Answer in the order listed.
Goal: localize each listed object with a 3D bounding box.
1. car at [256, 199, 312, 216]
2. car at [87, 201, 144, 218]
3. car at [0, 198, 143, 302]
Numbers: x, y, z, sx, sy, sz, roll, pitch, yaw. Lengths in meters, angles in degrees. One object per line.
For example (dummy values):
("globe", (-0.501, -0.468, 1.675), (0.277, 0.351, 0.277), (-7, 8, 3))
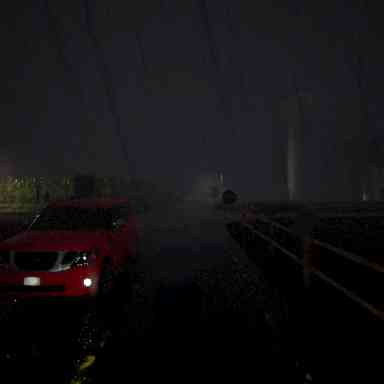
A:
("car", (8.308, 1.390, 30.179), (4.902, 1.511, 2.128), (0, -1, -1))
("car", (-6.734, 1.540, 29.612), (4.674, 1.442, 1.812), (0, -1, -3))
("car", (-2.781, 1.211, 8.629), (2.150, 2.045, 5.566), (0, 0, 1))
